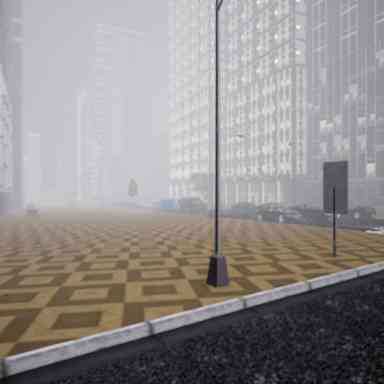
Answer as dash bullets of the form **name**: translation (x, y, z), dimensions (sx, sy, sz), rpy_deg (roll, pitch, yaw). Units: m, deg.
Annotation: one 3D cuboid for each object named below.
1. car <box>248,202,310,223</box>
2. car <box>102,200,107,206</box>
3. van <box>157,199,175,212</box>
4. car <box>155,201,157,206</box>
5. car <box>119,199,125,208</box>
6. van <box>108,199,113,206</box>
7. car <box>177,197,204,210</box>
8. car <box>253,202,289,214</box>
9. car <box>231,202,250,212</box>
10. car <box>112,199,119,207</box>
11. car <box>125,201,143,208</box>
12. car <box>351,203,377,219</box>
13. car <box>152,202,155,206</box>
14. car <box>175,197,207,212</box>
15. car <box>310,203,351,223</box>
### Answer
- **car**: translation (6.784, 1.697, 26.421), dimensions (2.008, 1.369, 4.403), rpy_deg (-1, 0, -26)
- **car**: translation (-22.580, 2.874, 87.190), dimensions (1.887, 1.381, 4.507), rpy_deg (-1, -1, -26)
- **van**: translation (-3.009, 1.868, 46.681), dimensions (1.690, 1.788, 3.998), rpy_deg (-1, 0, -26)
- **car**: translation (-4.982, 2.312, 63.874), dimensions (1.837, 1.490, 4.892), rpy_deg (0, -1, -26)
- **car**: translation (-12.720, 2.444, 66.782), dimensions (1.752, 1.417, 4.829), rpy_deg (-1, -1, -26)
- **van**: translation (-17.691, 2.466, 77.064), dimensions (1.690, 1.788, 3.998), rpy_deg (-1, -1, -26)
- **car**: translation (-0.326, 1.842, 54.316), dimensions (2.150, 2.045, 5.566), rpy_deg (0, -1, -25)
- **car**: translation (9.435, 1.894, 40.197), dimensions (1.947, 1.339, 4.313), rpy_deg (-1, 0, -26)
- **car**: translation (6.988, 1.990, 45.261), dimensions (1.947, 1.339, 4.313), rpy_deg (-1, 0, -26)
- **car**: translation (-15.240, 2.568, 71.999), dimensions (1.887, 1.381, 4.507), rpy_deg (-1, -1, -26)
- **car**: translation (-10.346, 2.372, 61.871), dimensions (2.008, 1.369, 4.403), rpy_deg (-1, -1, -26)
- **car**: translation (14.329, 1.690, 30.068), dimensions (2.008, 1.369, 4.403), rpy_deg (-1, 0, -26)
- **car**: translation (-7.694, 2.598, 75.645), dimensions (1.802, 1.307, 4.206), rpy_deg (-1, 0, -26)
- **car**: translation (0.069, 1.717, 46.326), dimensions (2.150, 2.045, 5.566), rpy_deg (0, -1, -26)
- **car**: translation (9.631, 1.616, 26.508), dimensions (2.128, 1.511, 4.902), rpy_deg (0, -1, -26)
